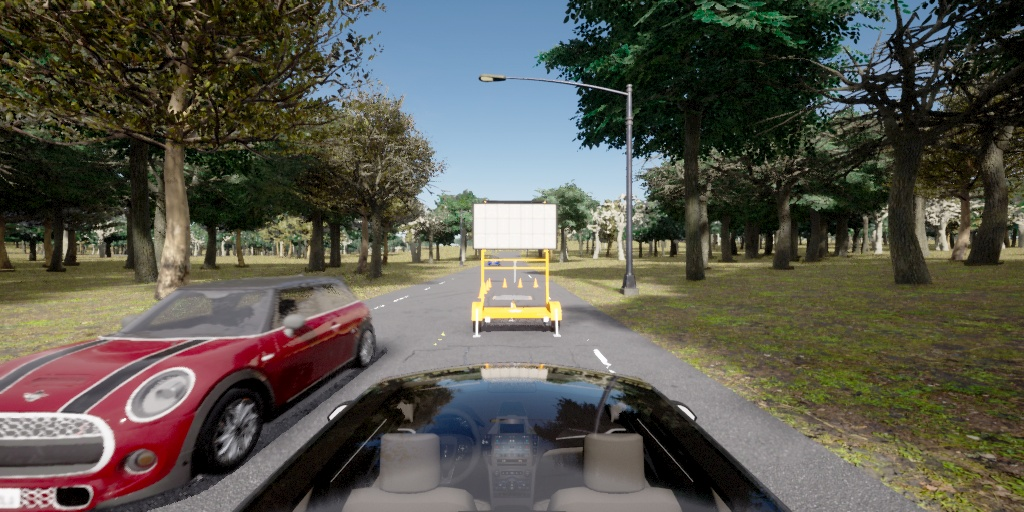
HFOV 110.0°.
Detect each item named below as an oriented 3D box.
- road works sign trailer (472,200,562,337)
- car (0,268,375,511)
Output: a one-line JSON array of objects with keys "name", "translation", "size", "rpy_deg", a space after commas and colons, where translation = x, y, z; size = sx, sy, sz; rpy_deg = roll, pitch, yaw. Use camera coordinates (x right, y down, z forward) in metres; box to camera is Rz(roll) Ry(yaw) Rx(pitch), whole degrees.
[{"name": "road works sign trailer", "translation": [0.079, 0.221, 10.297], "size": [2.380, 3.560, 2.880], "rpy_deg": [0, 0, -2]}, {"name": "car", "translation": [-3.592, 1.101, 4.753], "size": [2.097, 1.767, 4.553], "rpy_deg": [0, 0, 0]}]
